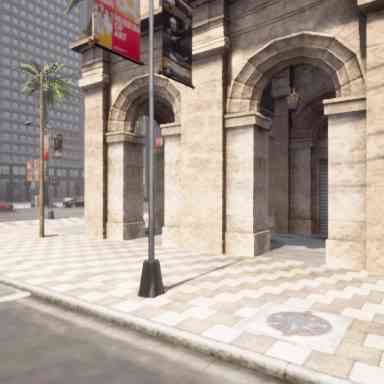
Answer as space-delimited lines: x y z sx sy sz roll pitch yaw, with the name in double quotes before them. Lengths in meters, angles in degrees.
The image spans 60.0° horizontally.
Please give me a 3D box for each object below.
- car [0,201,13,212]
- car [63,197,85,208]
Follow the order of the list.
"car" -21.804 1.560 36.164 1.994 1.385 4.181 0 0 36
"car" -16.562 1.509 48.769 2.161 1.482 4.786 0 0 35
